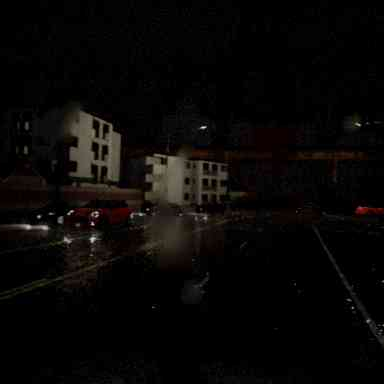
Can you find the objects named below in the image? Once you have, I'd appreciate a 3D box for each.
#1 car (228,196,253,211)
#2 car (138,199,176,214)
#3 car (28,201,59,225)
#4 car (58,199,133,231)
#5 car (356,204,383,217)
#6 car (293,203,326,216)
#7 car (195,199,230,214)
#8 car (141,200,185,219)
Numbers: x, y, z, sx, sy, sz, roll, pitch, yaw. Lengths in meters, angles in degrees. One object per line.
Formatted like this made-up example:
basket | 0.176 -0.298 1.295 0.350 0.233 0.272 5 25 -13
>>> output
car | 6.467 1.582 48.061 5.566 2.045 2.150 2 0 -38
car | -3.587 1.526 35.069 1.994 1.385 4.181 2 0 26
car | -8.448 1.305 21.613 1.994 1.385 4.181 2 0 18
car | -5.358 1.203 19.790 2.097 1.767 4.553 2 0 18
car | 24.583 2.394 44.736 4.553 1.767 2.097 2 0 -12
car | 14.351 2.154 40.535 4.892 1.490 1.837 2 0 -37
car | 2.180 1.751 38.204 1.994 1.385 4.181 2 0 36
car | -2.269 1.596 29.245 1.895 1.301 4.718 2 0 20
